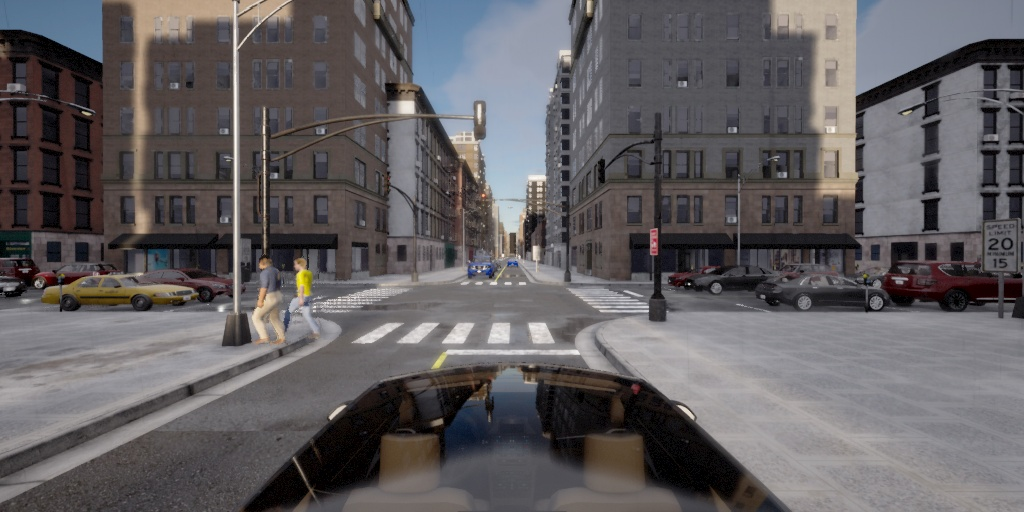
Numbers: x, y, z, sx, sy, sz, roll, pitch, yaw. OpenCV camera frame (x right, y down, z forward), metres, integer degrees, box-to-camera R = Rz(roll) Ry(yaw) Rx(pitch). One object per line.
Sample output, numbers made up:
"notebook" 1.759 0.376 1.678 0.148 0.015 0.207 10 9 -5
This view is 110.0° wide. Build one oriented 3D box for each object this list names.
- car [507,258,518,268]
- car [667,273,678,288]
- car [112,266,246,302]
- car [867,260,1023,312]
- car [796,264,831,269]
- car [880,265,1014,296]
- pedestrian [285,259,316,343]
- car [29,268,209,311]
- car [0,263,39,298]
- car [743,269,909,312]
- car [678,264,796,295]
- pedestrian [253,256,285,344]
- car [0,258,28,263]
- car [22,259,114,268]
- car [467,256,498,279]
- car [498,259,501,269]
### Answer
"car" 0.110 1.247 63.210 1.882 1.535 5.008 0 0 0
"car" 11.806 1.281 21.734 4.507 1.381 1.888 0 0 0
"car" -14.784 1.282 16.294 4.674 1.442 1.812 0 0 0
"car" 17.194 1.091 13.695 5.009 1.841 2.192 0 0 0
"car" 17.215 1.177 21.720 4.097 1.591 1.967 0 0 0
"car" 23.080 1.254 19.162 4.892 1.490 1.837 0 0 0
"pedestrian" -4.705 0.889 7.949 0.375 1.860 0.375 0 0 0
"car" -14.891 1.294 13.780 4.829 1.417 1.751 0 0 0
"car" -25.317 1.246 16.340 4.902 1.511 2.128 0 0 0
"car" 11.785 1.325 13.709 4.403 1.370 2.007 0 0 0
"car" 11.909 1.253 19.190 4.892 1.490 1.837 0 0 0
"pedestrian" -5.014 0.891 7.341 0.375 1.860 0.375 0 0 0
"car" -32.025 1.041 21.850 5.009 1.841 2.192 0 0 0
"car" -26.363 1.167 21.835 4.097 1.591 1.967 0 0 0
"car" -2.791 0.977 33.451 2.150 2.045 5.566 0 0 0
"car" -2.768 1.322 44.249 1.994 1.385 4.181 0 0 0
